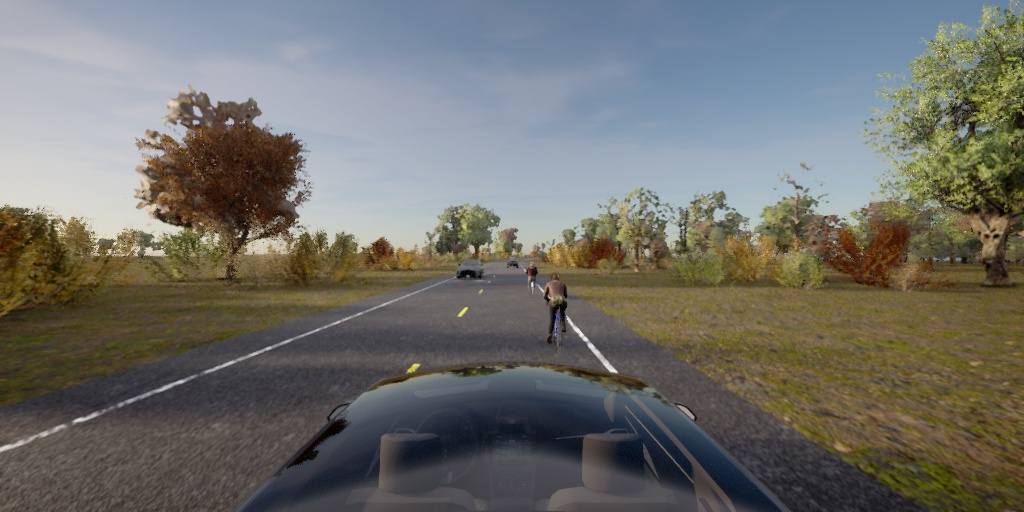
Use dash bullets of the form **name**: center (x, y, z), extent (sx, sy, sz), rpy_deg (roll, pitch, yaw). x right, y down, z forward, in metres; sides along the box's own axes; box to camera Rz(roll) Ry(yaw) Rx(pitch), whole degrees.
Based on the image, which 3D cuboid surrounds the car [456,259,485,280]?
- **car**: center (-3.593, 1.093, 31.613), extent (2.097, 1.767, 4.553), rpy_deg (0, 0, 0)

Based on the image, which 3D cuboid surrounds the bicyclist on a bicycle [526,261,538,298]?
- **bicyclist on a bicycle**: center (0.968, 1.119, 17.502), extent (0.659, 1.776, 1.843), rpy_deg (0, 0, 0)

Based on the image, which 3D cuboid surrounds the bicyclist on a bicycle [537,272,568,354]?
- **bicyclist on a bicycle**: center (0.965, 1.203, 7.840), extent (0.582, 1.620, 1.656), rpy_deg (0, 0, 0)

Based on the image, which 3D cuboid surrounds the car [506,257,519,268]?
- **car**: center (0.110, 1.205, 60.201), extent (1.837, 1.490, 4.892), rpy_deg (0, 0, 0)
